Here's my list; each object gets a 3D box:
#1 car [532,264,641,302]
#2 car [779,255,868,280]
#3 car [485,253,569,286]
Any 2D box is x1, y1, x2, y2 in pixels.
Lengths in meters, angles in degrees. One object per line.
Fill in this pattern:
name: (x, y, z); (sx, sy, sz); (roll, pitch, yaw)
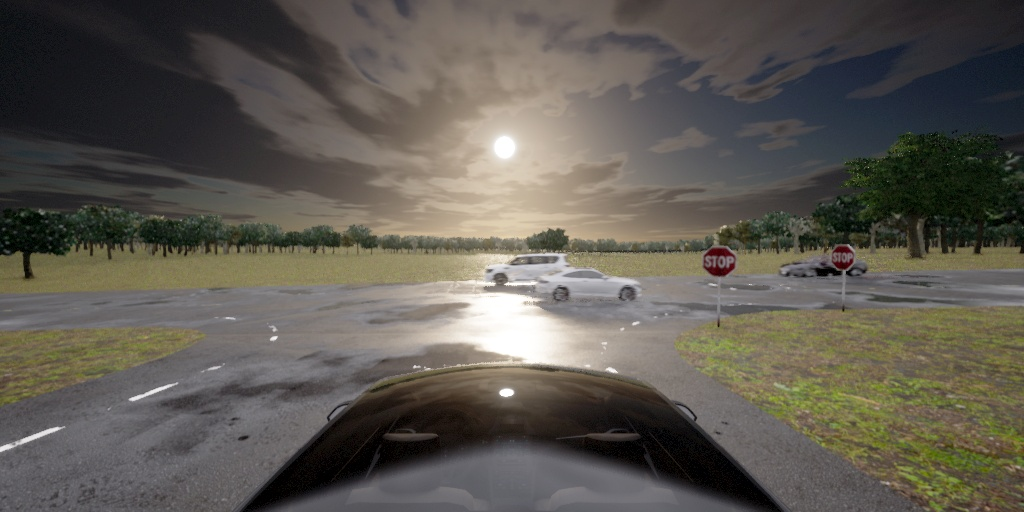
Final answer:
car: (3.389, 1.243, 16.182); (4.674, 1.442, 1.812); (0, 1, 0)
car: (20.046, 0.727, 23.203); (4.902, 1.511, 2.128); (-2, 2, 0)
car: (1.019, 0.887, 23.171); (5.566, 2.045, 2.150); (-1, 1, 0)
